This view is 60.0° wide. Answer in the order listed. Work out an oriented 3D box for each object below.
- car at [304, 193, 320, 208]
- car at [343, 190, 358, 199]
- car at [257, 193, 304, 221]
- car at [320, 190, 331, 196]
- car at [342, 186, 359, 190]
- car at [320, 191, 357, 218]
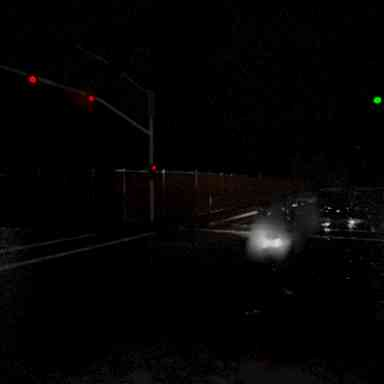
[{"bbox_3d":[11.271,0.796,33.004,1.812,1.442,4.674,0,1,26],"label":"car"},{"bbox_3d":[15.797,0.774,34.224,1.994,1.385,4.181,0,1,27],"label":"car"},{"bbox_3d":[5.728,1.009,21.995,2.128,1.511,4.902,0,1,27],"label":"car"},{"bbox_3d":[21.614,0.359,53.420,2.033,1.411,5.357,0,1,27],"label":"car"},{"bbox_3d":[24.618,0.043,51.607,2.150,2.045,5.566,0,1,27],"label":"car"},{"bbox_3d":[10.647,0.945,23.980,1.837,1.490,4.892,0,1,27],"label":"car"}]
